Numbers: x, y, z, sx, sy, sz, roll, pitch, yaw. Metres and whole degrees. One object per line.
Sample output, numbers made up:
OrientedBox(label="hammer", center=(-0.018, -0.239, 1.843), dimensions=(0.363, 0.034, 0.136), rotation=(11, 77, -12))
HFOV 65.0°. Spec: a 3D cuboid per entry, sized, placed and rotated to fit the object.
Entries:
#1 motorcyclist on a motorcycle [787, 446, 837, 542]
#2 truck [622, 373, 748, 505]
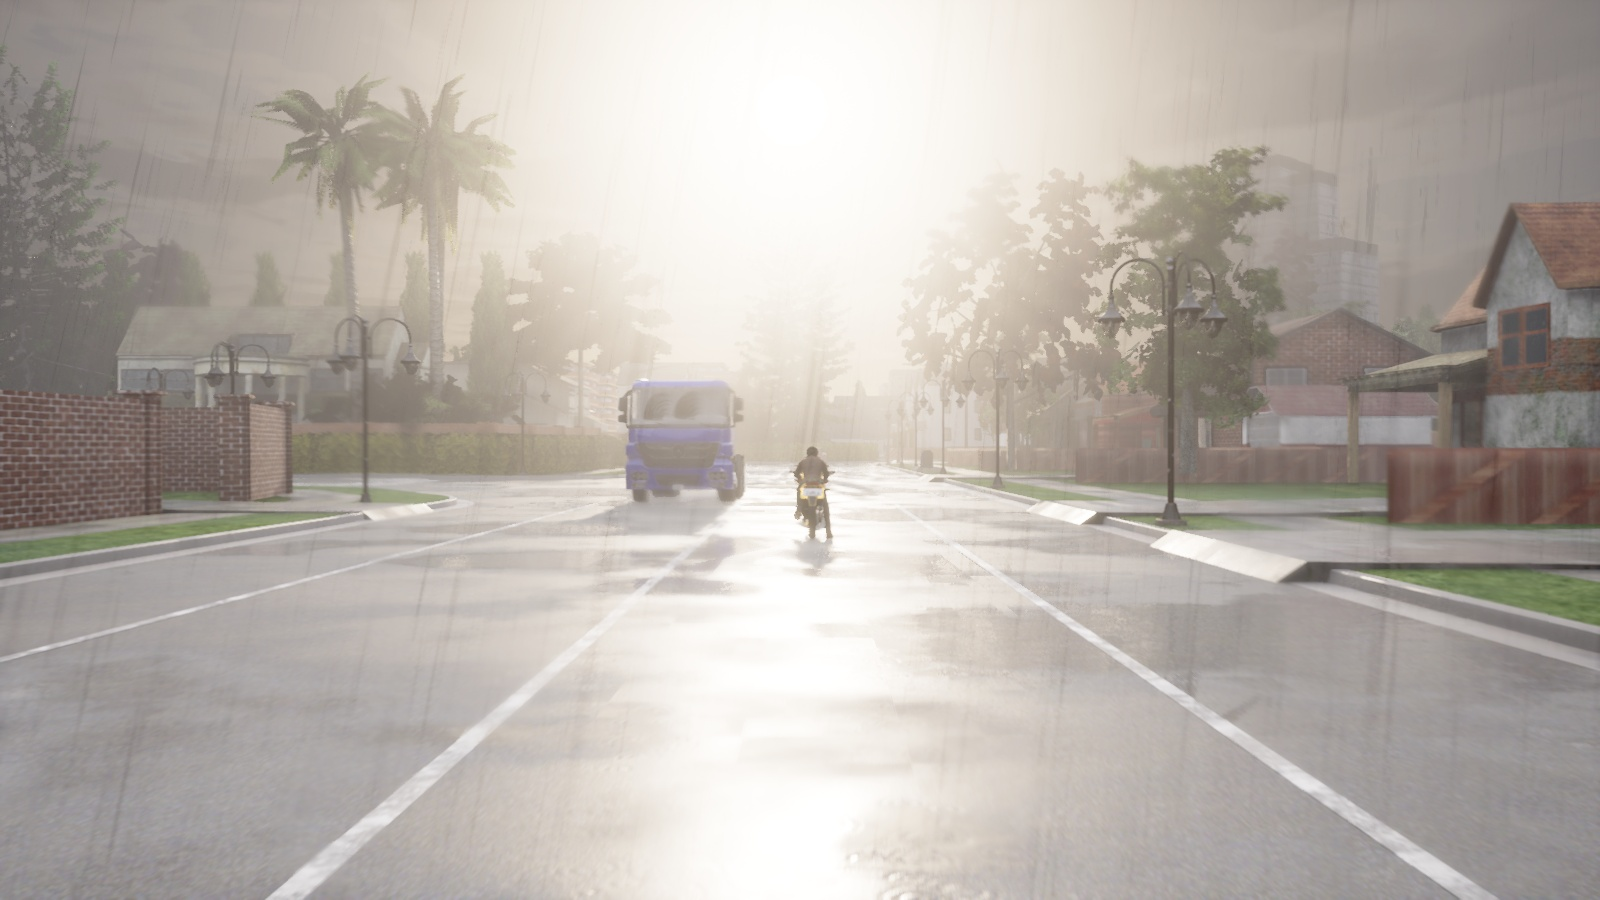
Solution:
OrientedBox(label="motorcyclist on a motorcycle", center=(0.197, 0.697, 20.951), dimensions=(0.797, 1.523, 2.044), rotation=(0, 0, 0))
OrientedBox(label="truck", center=(-3.170, -0.293, 36.840), dimensions=(2.891, 3.462, 7.936), rotation=(0, 0, 1))
